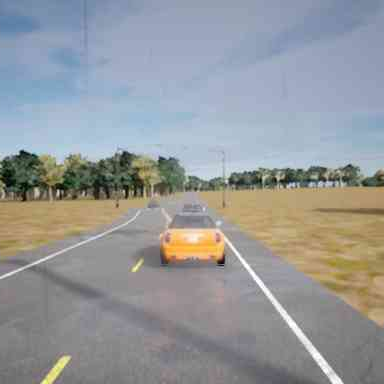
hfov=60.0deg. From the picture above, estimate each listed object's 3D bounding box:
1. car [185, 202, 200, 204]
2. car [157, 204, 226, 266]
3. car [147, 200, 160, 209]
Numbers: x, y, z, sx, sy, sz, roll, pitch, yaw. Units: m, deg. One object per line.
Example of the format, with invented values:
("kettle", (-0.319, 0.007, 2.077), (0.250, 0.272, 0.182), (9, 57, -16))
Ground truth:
("car", (0.058, 1.675, 27.330), (2.097, 1.767, 4.553), (0, -1, 1))
("car", (0.049, 1.499, 12.341), (2.097, 1.767, 4.553), (0, -1, 1))
("car", (-6.804, 2.124, 58.604), (1.837, 1.490, 4.892), (0, 0, -3))
